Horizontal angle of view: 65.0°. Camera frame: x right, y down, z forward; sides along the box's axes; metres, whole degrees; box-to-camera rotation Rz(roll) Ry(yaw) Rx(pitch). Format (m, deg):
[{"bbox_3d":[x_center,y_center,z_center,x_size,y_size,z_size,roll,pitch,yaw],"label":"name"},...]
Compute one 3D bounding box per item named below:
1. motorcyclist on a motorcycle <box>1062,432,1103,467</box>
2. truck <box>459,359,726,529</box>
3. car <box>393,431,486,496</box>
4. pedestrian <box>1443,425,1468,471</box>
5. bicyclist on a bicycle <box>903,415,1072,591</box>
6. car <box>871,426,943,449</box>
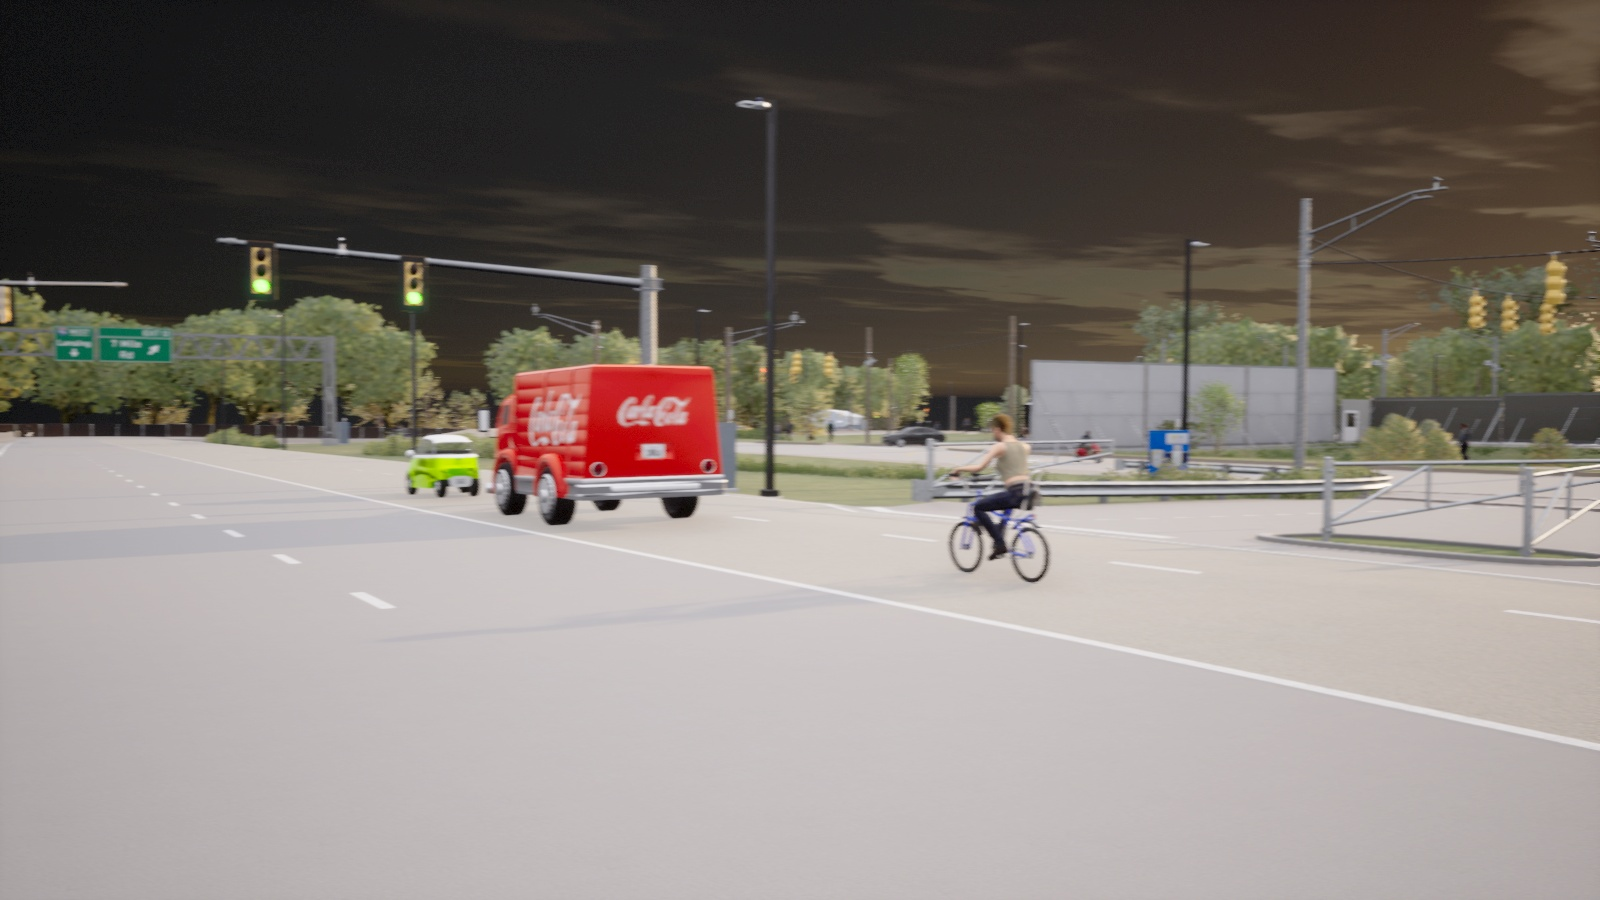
[{"bbox_3d":[13.336,-0.051,59.390,0.866,1.590,1.817,-1,2,-32],"label":"motorcyclist on a motorcycle"},{"bbox_3d":[-3.645,-0.127,21.119,2.627,2.467,5.204,-1,1,-32],"label":"truck"},{"bbox_3d":[-8.184,0.274,28.427,1.481,1.376,2.207,-1,2,-32],"label":"car"},{"bbox_3d":[28.005,-0.090,53.651,0.423,1.949,0.788,-1,3,-35],"label":"pedestrian"},{"bbox_3d":[1.818,0.468,12.353,0.866,1.612,1.509,-1,1,-32],"label":"bicyclist on a bicycle"},{"bbox_3d":[7.796,-0.903,91.432,4.892,1.490,1.837,1,2,-23],"label":"car"}]
